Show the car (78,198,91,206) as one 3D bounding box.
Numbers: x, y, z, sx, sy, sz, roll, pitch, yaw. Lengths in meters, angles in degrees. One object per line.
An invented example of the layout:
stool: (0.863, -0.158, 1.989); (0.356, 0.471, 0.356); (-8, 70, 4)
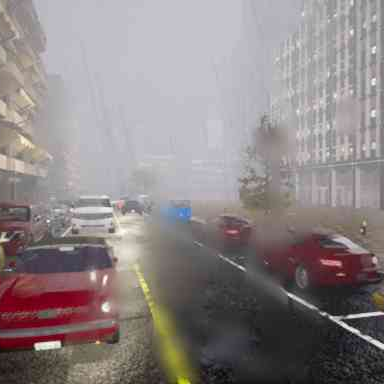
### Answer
car: (-17.728, 1.607, 54.823); (1.802, 1.307, 4.206); (0, 0, -15)

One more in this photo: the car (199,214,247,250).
car: (1.557, 1.581, 14.165); (1.802, 1.307, 4.206); (0, 0, -15)

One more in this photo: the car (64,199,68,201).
car: (-10.742, 1.443, 28.088); (1.967, 1.590, 4.097); (0, 0, -15)

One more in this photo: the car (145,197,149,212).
car: (-4.031, 1.572, 35.554); (1.947, 1.339, 4.313); (0, 0, -15)

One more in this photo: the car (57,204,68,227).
car: (-7.947, 1.550, 17.395); (2.008, 1.369, 4.403); (0, 0, -15)

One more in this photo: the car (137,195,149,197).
car: (-5.429, 1.451, 40.901); (1.967, 1.590, 4.097); (0, 0, -15)

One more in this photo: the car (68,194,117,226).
car: (-5.677, 1.221, 19.363); (2.150, 2.045, 5.566); (0, 0, -15)

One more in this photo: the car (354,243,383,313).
car: (4.308, 1.525, 3.636); (1.752, 1.417, 4.829); (0, 0, -15)

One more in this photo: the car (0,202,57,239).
car: (-6.552, 1.314, 12.047); (2.192, 1.841, 5.009); (0, 0, -15)

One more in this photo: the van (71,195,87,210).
van: (-14.935, 1.356, 44.130); (1.690, 1.788, 3.998); (0, 0, -15)

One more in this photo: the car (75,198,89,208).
car: (-16.331, 1.602, 49.477); (1.802, 1.307, 4.206); (0, 0, -15)

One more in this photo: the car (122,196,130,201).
car: (-16.606, 1.607, 83.678); (1.887, 1.381, 4.507); (0, 0, -15)

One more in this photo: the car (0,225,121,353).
car: (-2.352, 1.600, 6.269); (1.895, 1.301, 4.718); (0, 0, -15)

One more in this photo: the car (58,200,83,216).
car: (-12.139, 1.572, 33.435); (1.947, 1.339, 4.313); (0, 0, -15)

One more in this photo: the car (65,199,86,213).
car: (-13.536, 1.555, 38.783); (1.887, 1.381, 4.507); (0, 0, -15)

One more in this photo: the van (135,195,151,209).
van: (-6.827, 1.356, 46.249); (1.690, 1.788, 3.998); (0, 0, -15)

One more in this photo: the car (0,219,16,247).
car: (-5.111, 1.524, 6.536); (1.752, 1.417, 4.829); (0, 0, -15)

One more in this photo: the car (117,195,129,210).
car: (-8.714, 1.365, 43.164); (2.097, 1.767, 4.553); (0, 0, -14)

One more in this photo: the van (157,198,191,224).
van: (-1.238, 1.342, 24.859); (1.690, 1.788, 3.998); (0, 0, -15)

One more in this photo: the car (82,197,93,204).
car: (-20.522, 1.604, 65.518); (1.947, 1.339, 4.313); (0, 0, -15)

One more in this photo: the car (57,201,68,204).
car: (-9.345, 1.551, 22.742); (2.008, 1.369, 4.403); (0, 0, -15)

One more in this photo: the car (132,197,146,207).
car: (-8.266, 1.546, 51.759); (1.752, 1.417, 4.829); (0, 0, -15)

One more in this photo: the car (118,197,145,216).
car: (-6.067, 1.510, 33.088); (1.837, 1.490, 4.892); (0, 0, -14)

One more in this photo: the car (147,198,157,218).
car: (-2.677, 1.529, 30.370); (1.752, 1.417, 4.829); (0, 0, -15)

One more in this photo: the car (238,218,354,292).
car: (2.954, 1.581, 8.819); (1.802, 1.307, 4.206); (0, 0, -15)
